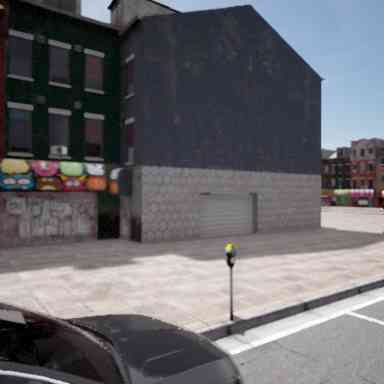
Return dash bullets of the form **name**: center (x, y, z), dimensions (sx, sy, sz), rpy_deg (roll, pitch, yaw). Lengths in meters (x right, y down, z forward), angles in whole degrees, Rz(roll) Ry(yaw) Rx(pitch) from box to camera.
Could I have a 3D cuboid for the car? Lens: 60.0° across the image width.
- **car**: center (-1.746, 1.500, 2.033), dimensions (4.892, 1.490, 1.837), rpy_deg (1, 0, -36)
